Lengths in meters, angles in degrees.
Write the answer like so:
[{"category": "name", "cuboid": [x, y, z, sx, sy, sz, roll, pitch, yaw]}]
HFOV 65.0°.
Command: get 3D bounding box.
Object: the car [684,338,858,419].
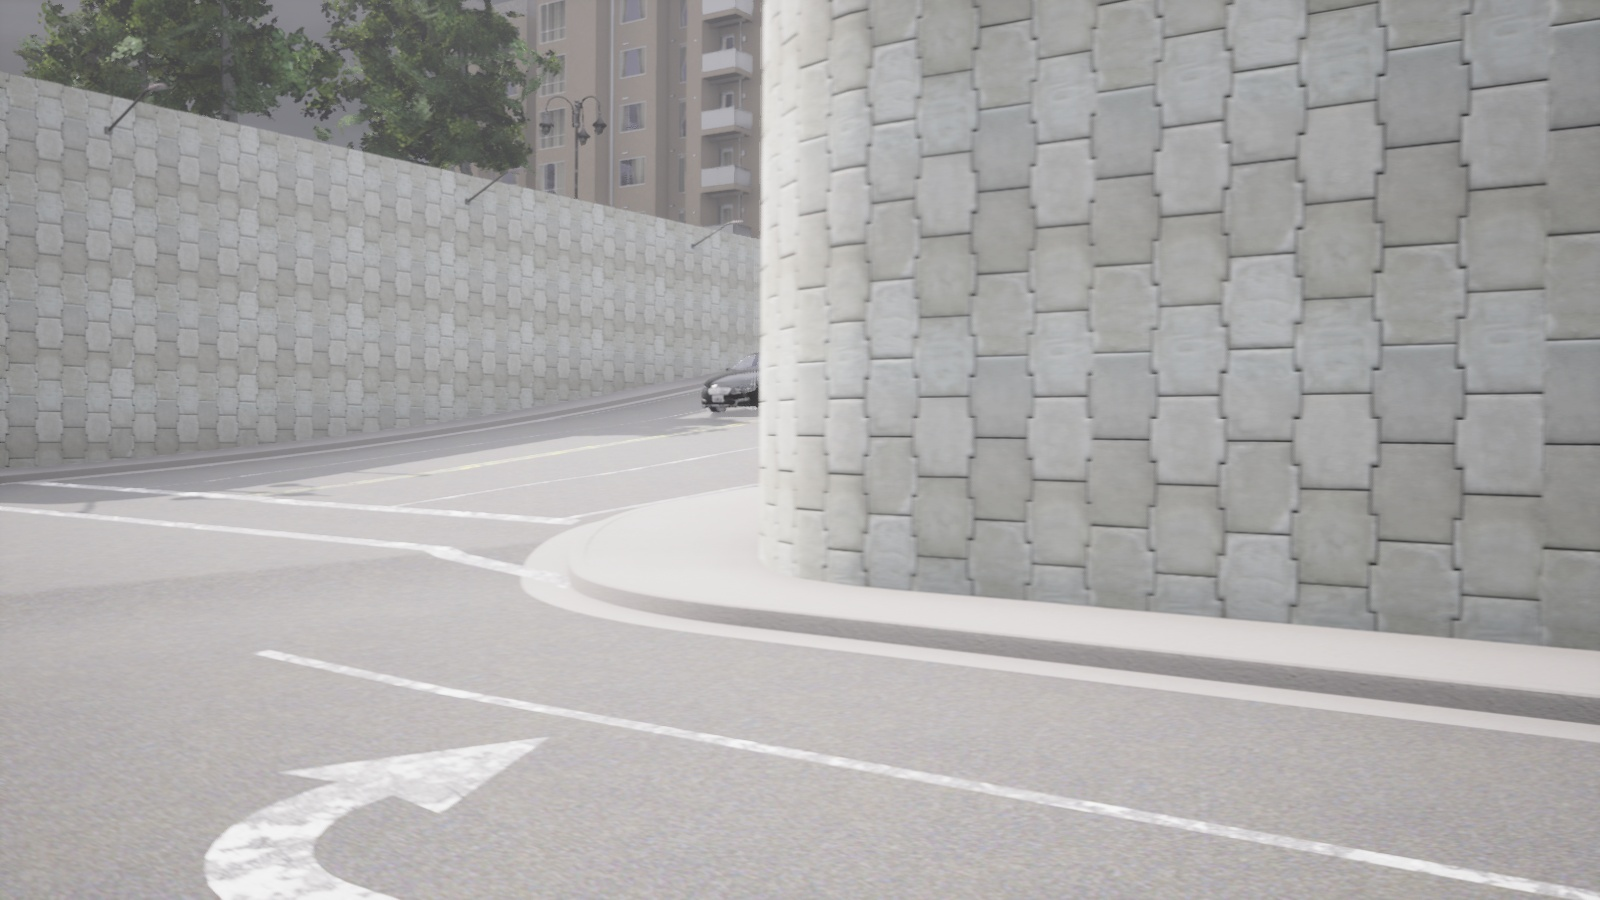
[{"category": "car", "cuboid": [-0.691, -1.984, 34.156, 2.128, 1.511, 4.902, 0, 10, 35]}]
